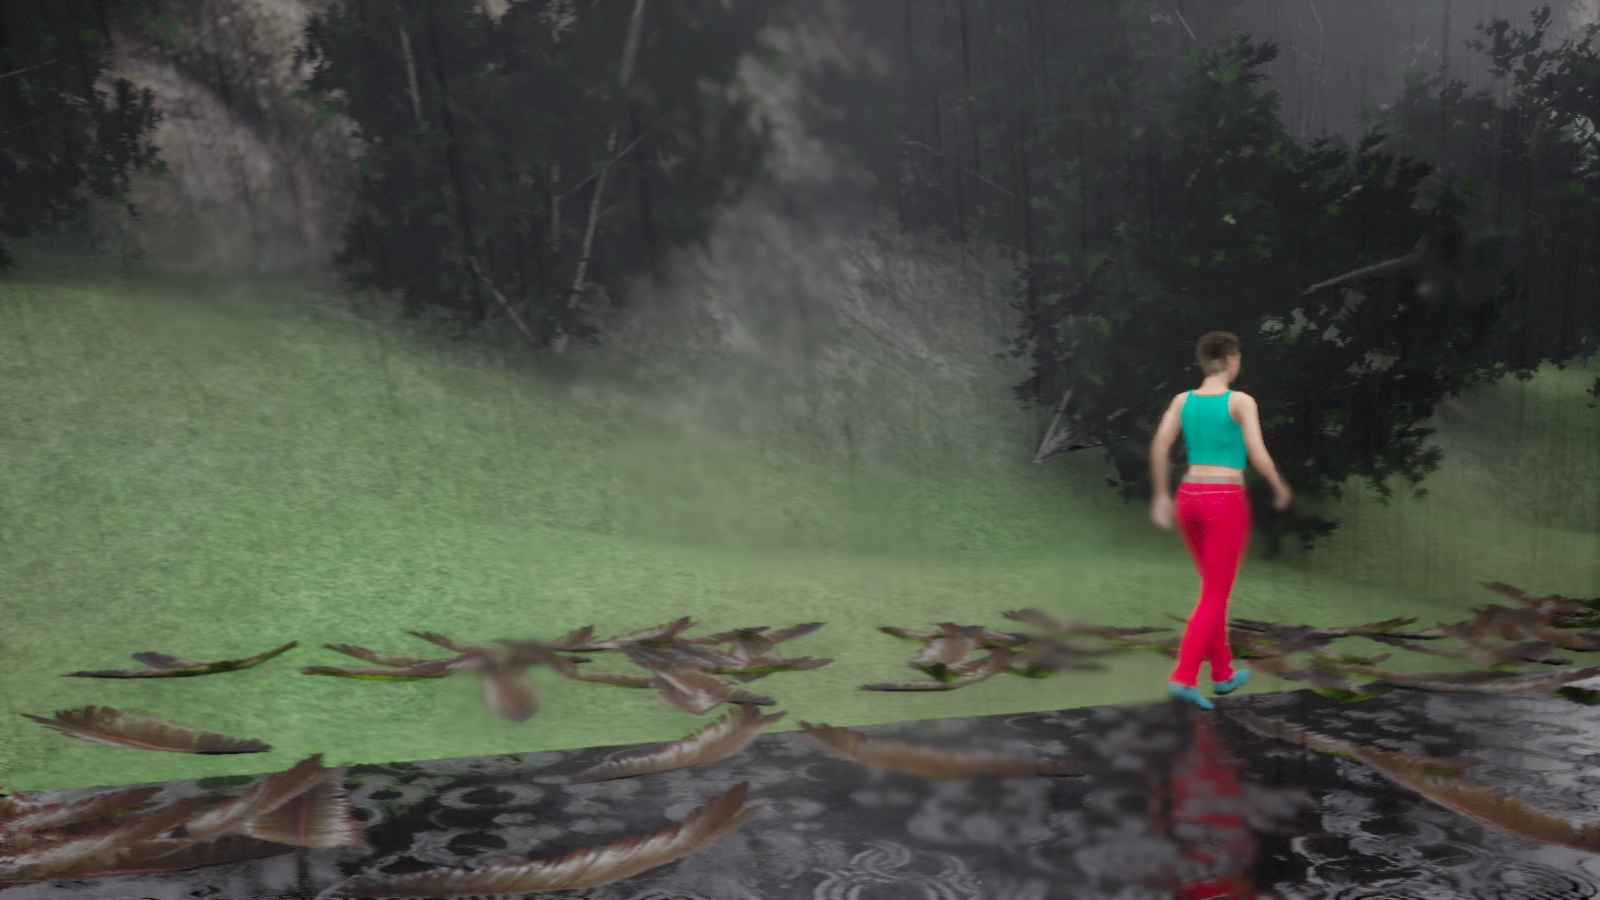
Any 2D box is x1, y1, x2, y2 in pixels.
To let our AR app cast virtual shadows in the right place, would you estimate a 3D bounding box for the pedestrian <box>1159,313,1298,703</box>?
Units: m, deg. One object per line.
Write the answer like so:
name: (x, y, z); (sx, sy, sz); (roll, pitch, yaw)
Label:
pedestrian: (2.119, 0.266, 6.209); (0.594, 1.836, 0.345); (-1, 1, -32)
